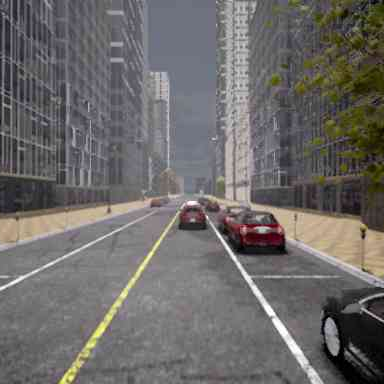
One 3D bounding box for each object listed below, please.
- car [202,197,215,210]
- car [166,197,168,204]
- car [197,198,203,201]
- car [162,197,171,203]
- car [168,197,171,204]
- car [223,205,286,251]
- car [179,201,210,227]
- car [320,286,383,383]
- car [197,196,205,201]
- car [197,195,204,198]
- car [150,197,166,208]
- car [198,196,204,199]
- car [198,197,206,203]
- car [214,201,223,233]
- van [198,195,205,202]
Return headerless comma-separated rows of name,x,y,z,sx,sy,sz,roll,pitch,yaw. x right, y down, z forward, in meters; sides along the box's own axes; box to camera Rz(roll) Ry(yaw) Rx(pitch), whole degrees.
car,2.595,1.742,42.990,1.887,1.381,4.507,0,0,0
car,-5.825,1.844,60.055,1.802,1.307,4.206,0,0,0
car,0.007,1.790,40.903,1.895,1.301,4.718,0,0,0
car,-5.864,1.886,77.132,1.947,1.339,4.313,0,0,0
car,-5.851,1.846,71.440,1.887,1.381,4.507,0,0,0
car,2.659,1.511,14.528,1.967,1.590,4.097,0,0,0
car,0.045,1.639,23.437,1.812,1.442,4.674,0,0,0
car,2.685,1.567,3.143,2.008,1.369,4.403,0,0,0
car,2.479,1.810,94.220,1.967,1.590,4.097,0,0,0
car,2.530,1.866,71.451,1.947,1.339,4.313,0,0,0
car,-5.812,1.787,54.362,1.887,1.381,4.507,0,0,0
car,2.556,1.827,60.067,1.947,1.339,4.313,0,0,0
car,2.504,1.903,82.835,1.947,1.339,4.313,0,0,0
car,2.646,1.538,20.220,1.967,1.590,4.097,0,0,0
van,2.492,1.695,88.530,1.690,1.788,3.998,0,0,0
